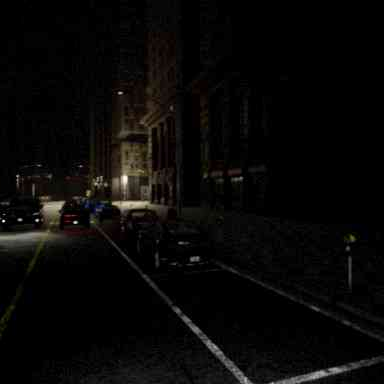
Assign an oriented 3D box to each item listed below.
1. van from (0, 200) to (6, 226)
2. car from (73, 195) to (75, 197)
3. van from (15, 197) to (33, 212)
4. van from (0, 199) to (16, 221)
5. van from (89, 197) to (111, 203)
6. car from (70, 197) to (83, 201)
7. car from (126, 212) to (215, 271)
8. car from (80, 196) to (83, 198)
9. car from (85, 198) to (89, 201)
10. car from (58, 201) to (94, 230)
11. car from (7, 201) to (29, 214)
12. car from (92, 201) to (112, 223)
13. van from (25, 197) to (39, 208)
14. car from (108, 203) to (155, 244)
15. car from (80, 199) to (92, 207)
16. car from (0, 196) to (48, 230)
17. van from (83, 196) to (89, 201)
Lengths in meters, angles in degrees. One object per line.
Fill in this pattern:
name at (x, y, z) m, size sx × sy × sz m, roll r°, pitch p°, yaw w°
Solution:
van at (-14.699, 1.517, 23.908) m, size 1.690 × 1.788 × 3.998 m, roll 0°, pitch 0°, yaw -21°
car at (-30.373, 2.046, 89.322) m, size 2.008 × 1.369 × 4.403 m, roll -1°, pitch 0°, yaw -21°
van at (-22.747, 1.640, 45.143) m, size 1.690 × 1.788 × 3.998 m, roll -1°, pitch 0°, yaw -21°
van at (-16.711, 1.547, 29.216) m, size 1.690 × 1.788 × 3.998 m, roll 0°, pitch 0°, yaw -21°
van at (-8.743, 1.494, 32.247) m, size 1.690 × 1.788 × 3.998 m, roll 0°, pitch 0°, yaw -21°
car at (-13.532, 1.711, 37.299) m, size 1.837 × 1.490 × 4.892 m, roll 0°, pitch 0°, yaw -20°
car at (-0.692, 1.585, 11.010) m, size 2.008 × 1.369 × 4.403 m, roll 0°, pitch 0°, yaw -21°
car at (-16.790, 1.717, 53.482) m, size 1.967 × 1.590 × 4.097 m, roll -1°, pitch 0°, yaw -21°
car at (-10.753, 1.728, 37.555) m, size 1.887 × 1.381 × 4.507 m, roll 0°, pitch 0°, yaw -21°
car at (-7.930, 1.623, 22.524) m, size 1.837 × 1.490 × 4.892 m, roll 0°, pitch -1°, yaw -20°
car at (-20.733, 1.849, 39.833) m, size 1.802 × 1.307 × 4.206 m, roll 0°, pitch 0°, yaw -21°
car at (-6.729, 1.673, 26.937) m, size 2.008 × 1.369 × 4.403 m, roll 0°, pitch 0°, yaw -21°
van at (-26.771, 1.703, 55.760) m, size 1.690 × 1.788 × 3.998 m, roll -1°, pitch 0°, yaw -21°
car at (-2.705, 1.503, 16.319) m, size 1.967 × 1.590 × 4.097 m, roll 0°, pitch 0°, yaw -21°
car at (-18.801, 1.890, 58.791) m, size 1.802 × 1.307 × 4.206 m, roll -1°, pitch 0°, yaw -21°
car at (-11.460, 1.372, 22.977) m, size 2.150 × 2.045 × 5.566 m, roll 0°, pitch 0°, yaw -20°
van at (-12.767, 1.555, 42.864) m, size 1.690 × 1.788 × 3.998 m, roll -1°, pitch 0°, yaw -21°
